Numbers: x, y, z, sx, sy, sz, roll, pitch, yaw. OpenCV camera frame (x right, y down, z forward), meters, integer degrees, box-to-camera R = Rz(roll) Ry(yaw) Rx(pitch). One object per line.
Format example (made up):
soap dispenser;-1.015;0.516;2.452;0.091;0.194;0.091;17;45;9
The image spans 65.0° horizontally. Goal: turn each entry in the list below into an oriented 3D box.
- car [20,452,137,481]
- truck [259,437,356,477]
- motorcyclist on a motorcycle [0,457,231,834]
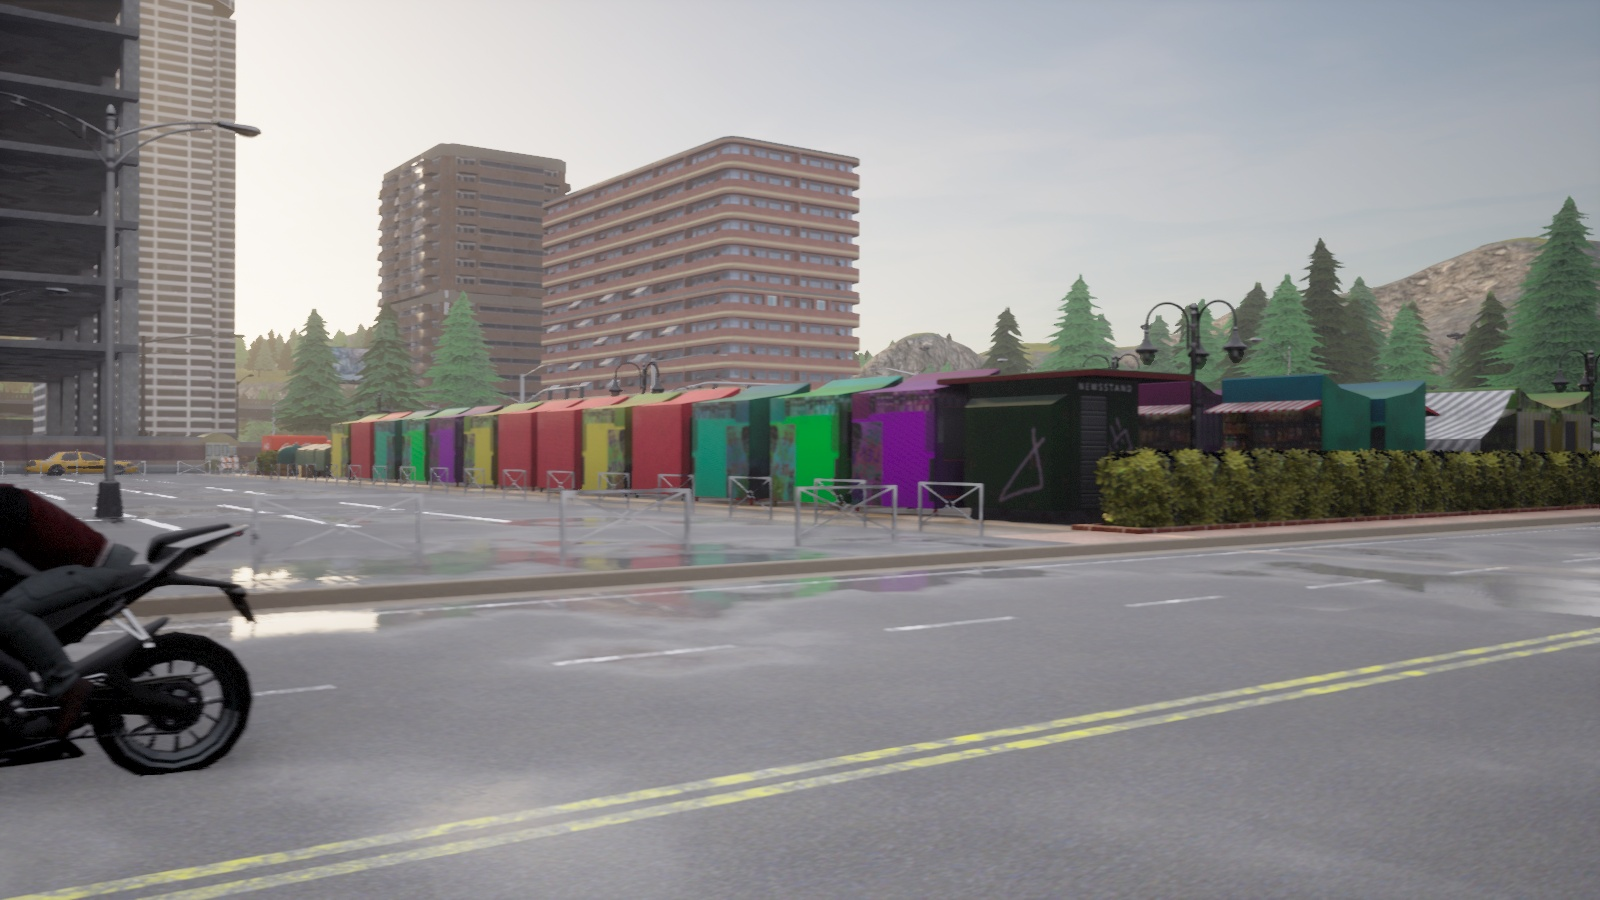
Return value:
car;-39.639;0.881;69.069;5.366;1.575;1.801;0;0;-37
truck;-31.259;0.454;79.694;5.204;2.467;2.627;1;-1;-37
motorcyclist on a motorcycle;-3.692;0.801;5.350;2.191;1.530;0.866;0;0;-35
